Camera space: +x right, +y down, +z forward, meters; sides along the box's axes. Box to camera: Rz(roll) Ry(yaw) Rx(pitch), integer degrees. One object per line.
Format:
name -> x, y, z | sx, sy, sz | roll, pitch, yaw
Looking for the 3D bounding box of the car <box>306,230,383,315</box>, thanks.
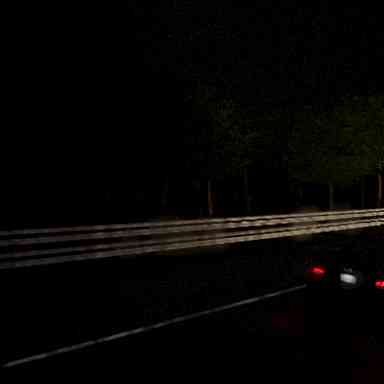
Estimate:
car -> 4.765, 1.549, 7.221 | 5.357, 1.411, 2.033 | 0, 0, -35
